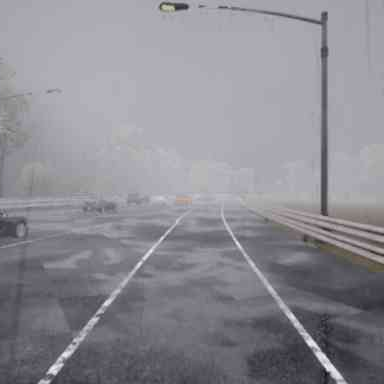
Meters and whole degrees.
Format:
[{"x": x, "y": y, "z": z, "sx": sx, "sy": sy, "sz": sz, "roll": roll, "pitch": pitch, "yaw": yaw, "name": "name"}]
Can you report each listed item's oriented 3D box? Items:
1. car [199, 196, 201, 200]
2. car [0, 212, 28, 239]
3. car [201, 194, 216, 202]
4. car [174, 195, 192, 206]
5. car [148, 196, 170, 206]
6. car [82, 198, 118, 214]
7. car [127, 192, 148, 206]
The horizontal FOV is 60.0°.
[{"x": 3.074, "y": 1.501, "z": 86.353, "sx": 1.994, "sy": 1.385, "sz": 4.181, "roll": 0, "pitch": 0, "yaw": 14, "name": "car"}, {"x": -8.574, "y": 1.263, "z": 12.989, "sx": 1.882, "sy": 1.535, "sz": 5.008, "roll": 0, "pitch": 0, "yaw": 9, "name": "car"}, {"x": 4.206, "y": 1.449, "z": 76.500, "sx": 2.128, "sy": 1.511, "sz": 4.902, "roll": 0, "pitch": 0, "yaw": 14, "name": "car"}, {"x": -1.335, "y": 1.220, "z": 52.188, "sx": 2.097, "sy": 1.767, "sz": 4.553, "roll": 0, "pitch": 0, "yaw": 12, "name": "car"}, {"x": -4.867, "y": 1.394, "z": 52.334, "sx": 1.812, "sy": 1.442, "sz": 4.674, "roll": 0, "pitch": 0, "yaw": 12, "name": "car"}, {"x": -8.818, "y": 1.316, "z": 32.335, "sx": 2.128, "sy": 1.511, "sz": 4.902, "roll": 0, "pitch": 0, "yaw": 10, "name": "car"}, {"x": -8.435, "y": 1.090, "z": 52.470, "sx": 2.150, "sy": 2.045, "sz": 5.566, "roll": 0, "pitch": 0, "yaw": 12, "name": "car"}]
